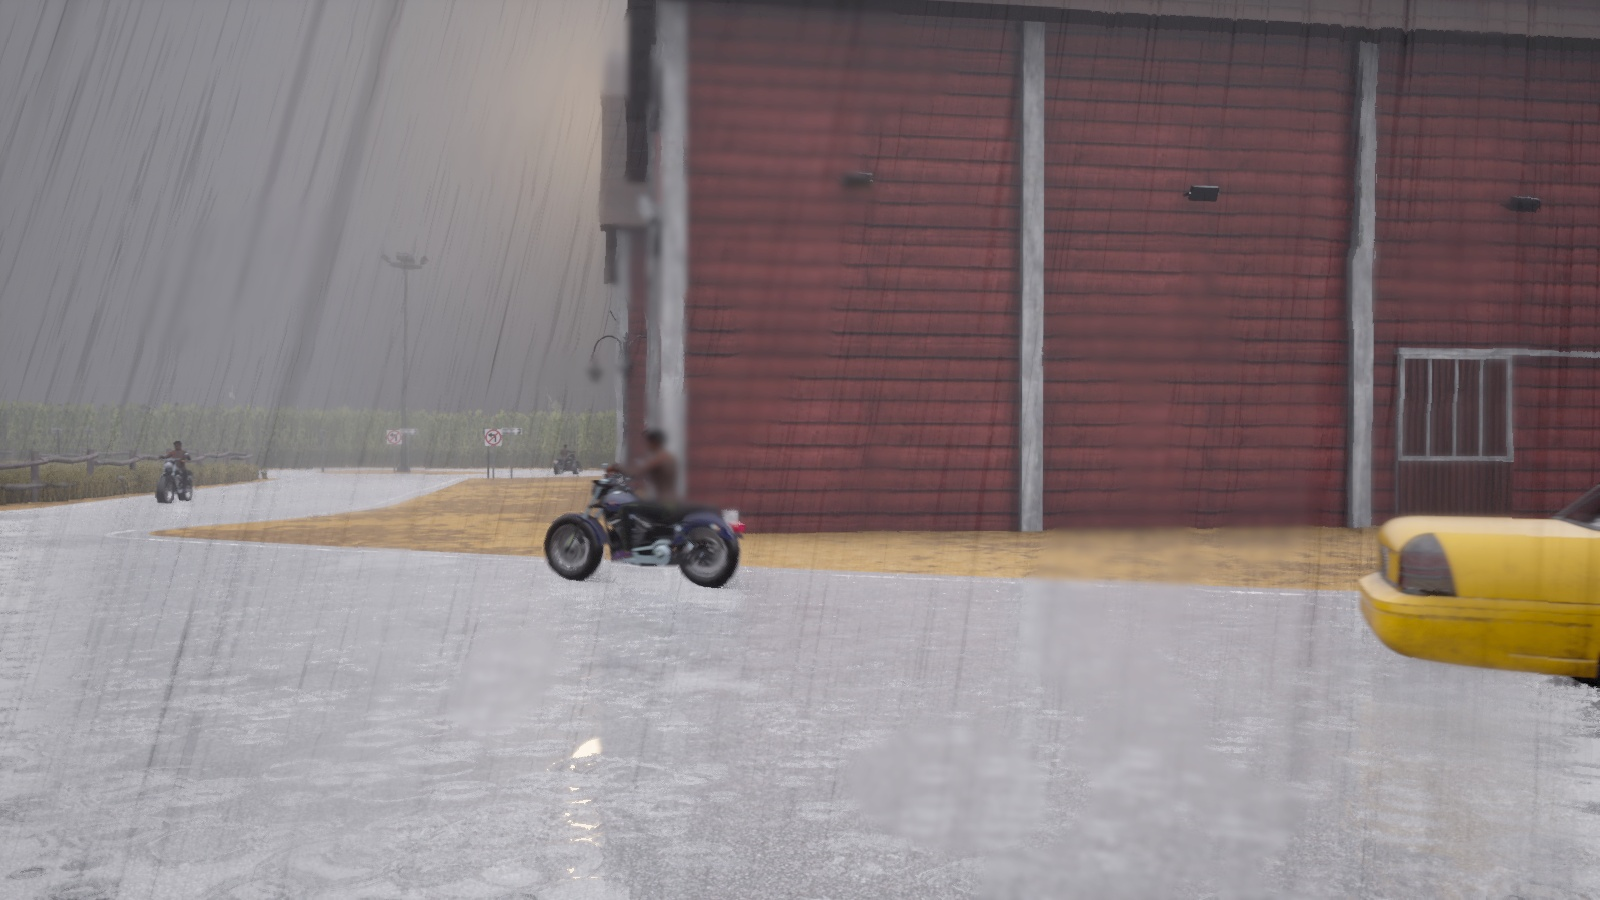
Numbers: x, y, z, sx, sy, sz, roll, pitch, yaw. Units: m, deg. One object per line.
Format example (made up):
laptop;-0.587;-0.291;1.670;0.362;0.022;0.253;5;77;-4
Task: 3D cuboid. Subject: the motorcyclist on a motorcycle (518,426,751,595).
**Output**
motorcyclist on a motorcycle;-1.732;0.590;13.036;2.350;1.649;0.766;0;0;24

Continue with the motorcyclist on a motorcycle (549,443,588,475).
motorcyclist on a motorcycle;-12.045;0.480;65.447;0.766;1.649;2.350;-1;0;24

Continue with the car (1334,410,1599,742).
car;5.622;0.603;6.248;5.366;1.575;1.801;0;0;20

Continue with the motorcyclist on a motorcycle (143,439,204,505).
motorcyclist on a motorcycle;-16.096;0.537;32.310;0.766;1.649;2.350;0;0;-10
